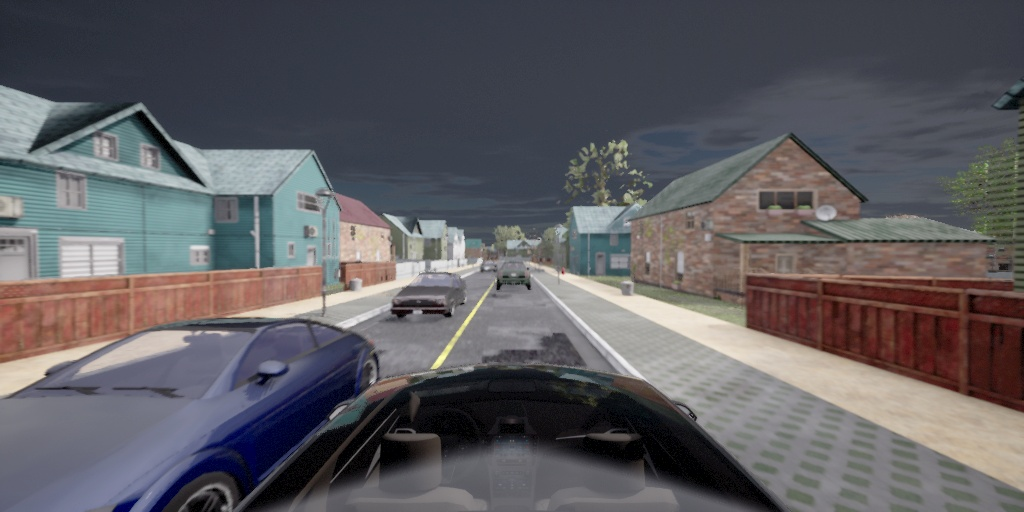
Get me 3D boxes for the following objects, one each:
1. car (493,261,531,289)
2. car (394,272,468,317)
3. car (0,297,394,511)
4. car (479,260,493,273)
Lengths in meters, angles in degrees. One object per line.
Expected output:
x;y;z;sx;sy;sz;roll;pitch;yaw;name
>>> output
0.101;1.117;23.093;2.097;1.767;4.553;0;0;0;car
-2.805;1.306;13.413;2.033;1.411;5.357;0;0;1;car
-2.839;1.315;3.356;1.994;1.385;4.181;0;0;0;car
-2.828;1.275;43.155;2.128;1.511;4.902;0;0;0;car
